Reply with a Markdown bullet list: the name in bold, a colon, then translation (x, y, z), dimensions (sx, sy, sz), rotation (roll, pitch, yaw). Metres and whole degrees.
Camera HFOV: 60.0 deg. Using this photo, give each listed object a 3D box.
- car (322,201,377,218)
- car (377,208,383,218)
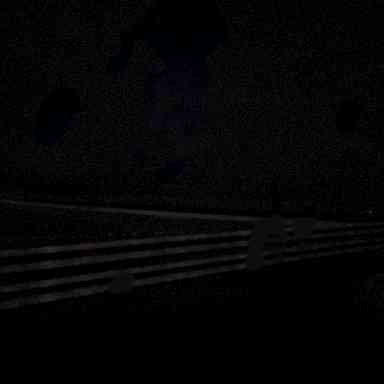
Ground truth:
- **car**: translation (15.593, 1.873, 33.566), dimensions (4.553, 1.767, 2.097), rotation (2, -2, 16)
- **car**: translation (19.511, 2.307, 35.991), dimensions (4.181, 1.385, 1.994), rotation (2, -1, 13)
